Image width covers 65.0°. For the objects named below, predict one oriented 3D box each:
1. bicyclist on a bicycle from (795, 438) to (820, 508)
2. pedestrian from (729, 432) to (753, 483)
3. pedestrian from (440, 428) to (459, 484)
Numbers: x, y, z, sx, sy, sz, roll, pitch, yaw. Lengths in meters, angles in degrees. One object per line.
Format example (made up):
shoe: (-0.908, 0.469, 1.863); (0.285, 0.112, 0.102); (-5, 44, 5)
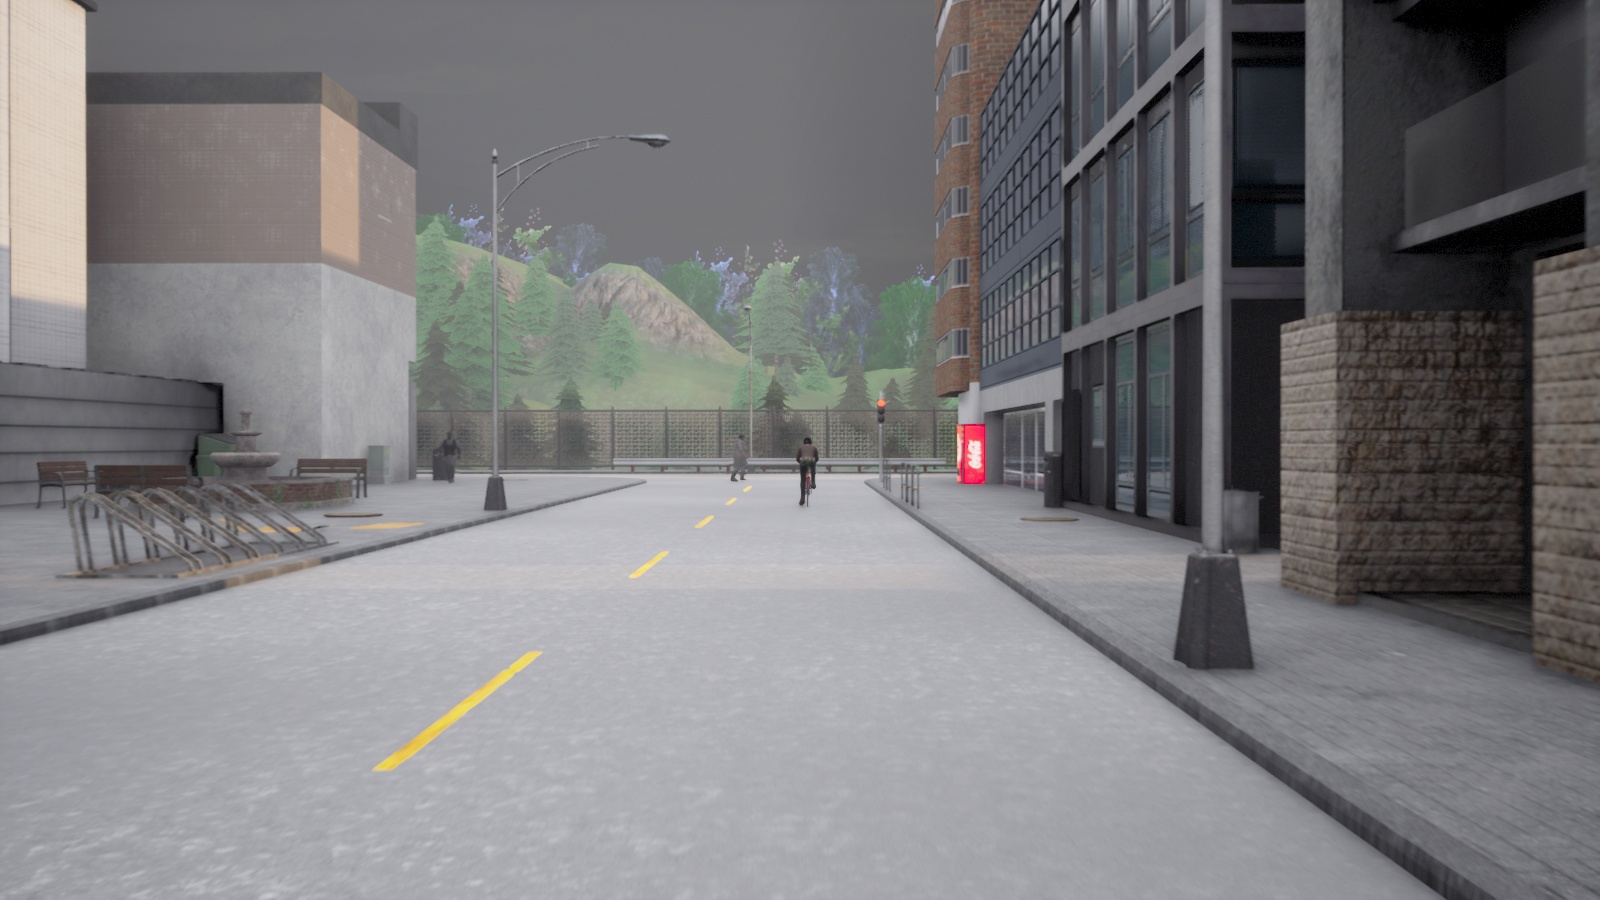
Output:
bicyclist on a bicycle: (0.183, 0.532, 29.719); (0.582, 1.620, 1.656); (0, 0, 0)
pedestrian: (-2.246, 0.274, 48.055); (0.873, 1.952, 0.659); (0, 0, 0)
pedestrian: (-11.937, 0.211, 42.792); (0.563, 1.883, 0.849); (0, 0, -12)
